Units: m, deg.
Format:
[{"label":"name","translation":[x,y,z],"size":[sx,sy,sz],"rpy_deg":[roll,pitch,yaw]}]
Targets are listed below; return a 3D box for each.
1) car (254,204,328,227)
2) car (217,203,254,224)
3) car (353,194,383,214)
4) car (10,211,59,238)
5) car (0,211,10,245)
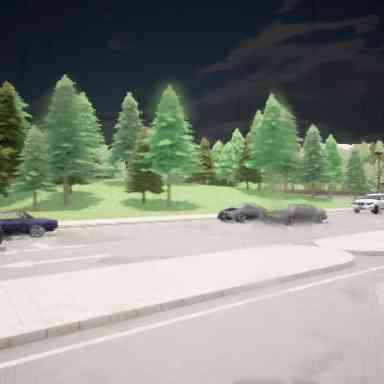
[{"label":"car","translation":[7.069,1.524,22.775],"size":[5.357,1.411,2.033],"rpy_deg":[0,0,-34]},{"label":"car","translation":[3.933,1.535,24.867],"size":[4.181,1.385,1.994],"rpy_deg":[0,0,-34]},{"label":"car","translation":[19.396,1.186,35.286],"size":[5.566,2.045,2.150],"rpy_deg":[0,0,-34]},{"label":"car","translation":[-9.013,1.572,15.828],"size":[4.718,1.301,1.895],"rpy_deg":[0,0,-35]},{"label":"car","translation":[-9.303,1.455,11.451],"size":[5.008,1.535,1.882],"rpy_deg":[0,0,-35]}]
